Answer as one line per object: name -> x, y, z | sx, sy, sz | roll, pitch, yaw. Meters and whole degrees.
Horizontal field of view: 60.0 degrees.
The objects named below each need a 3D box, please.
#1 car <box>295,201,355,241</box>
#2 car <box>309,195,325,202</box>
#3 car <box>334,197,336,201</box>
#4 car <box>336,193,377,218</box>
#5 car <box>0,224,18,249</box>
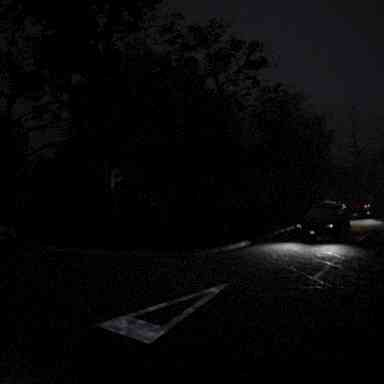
car -> 6.541, 1.438, 16.451 | 1.812, 1.442, 4.674 | -3, -1, 34
car -> 15.246, 0.786, 44.477 | 2.128, 1.511, 4.902 | -1, 1, -42
car -> 20.341, 0.827, 42.766 | 1.994, 1.385, 4.181 | -1, 1, -21
car -> 12.888, 1.023, 25.672 | 2.097, 1.767, 4.553 | -3, -1, 34
car -> -8.878, 1.505, 12.137 | 2.002, 1.452, 4.674 | 0, 0, 35
